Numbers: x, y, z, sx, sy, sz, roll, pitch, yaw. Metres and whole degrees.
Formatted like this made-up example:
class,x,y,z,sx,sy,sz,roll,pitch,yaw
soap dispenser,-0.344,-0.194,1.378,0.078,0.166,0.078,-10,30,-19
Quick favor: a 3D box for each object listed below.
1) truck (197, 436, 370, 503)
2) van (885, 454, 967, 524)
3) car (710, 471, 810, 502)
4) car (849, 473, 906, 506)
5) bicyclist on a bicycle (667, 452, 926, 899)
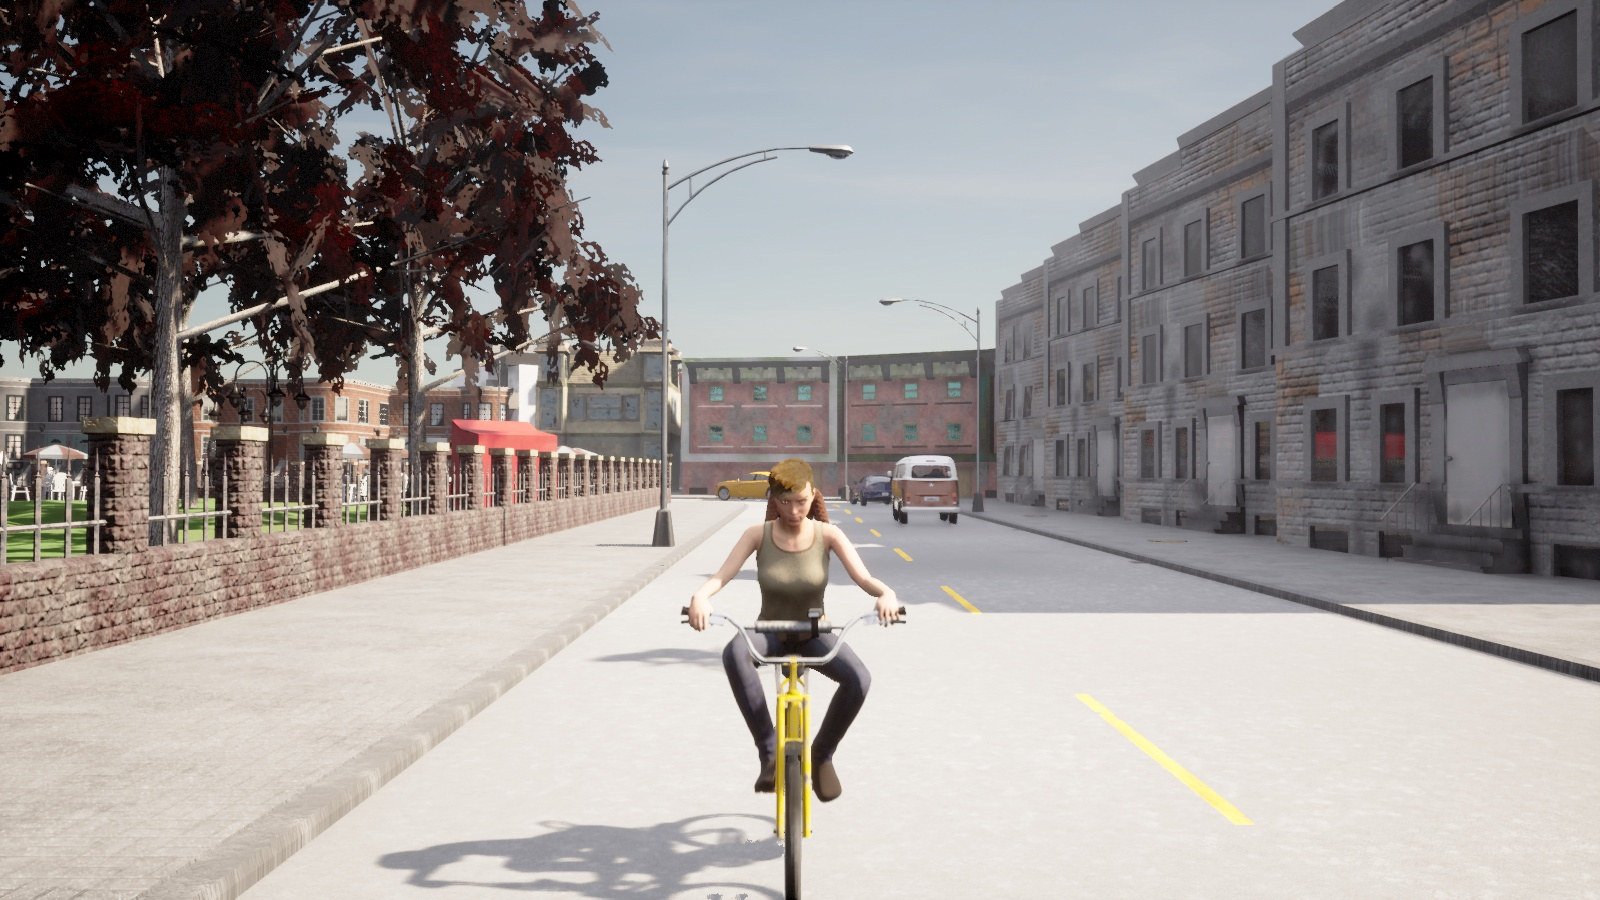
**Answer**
class,x,y,z,sx,sy,sz,roll,pitch,yaw
truck,-27.224,1.057,66.468,7.936,3.462,2.891,0,-1,0
van,3.854,1.176,39.006,2.069,2.038,4.480,0,-1,0
car,-2.115,1.894,65.215,5.008,1.535,1.882,-1,-1,33
car,3.514,1.795,57.760,1.812,1.442,4.674,0,-1,-7
bicyclist on a bicycle,-0.021,0.834,4.975,0.866,1.612,1.509,0,-1,-1
